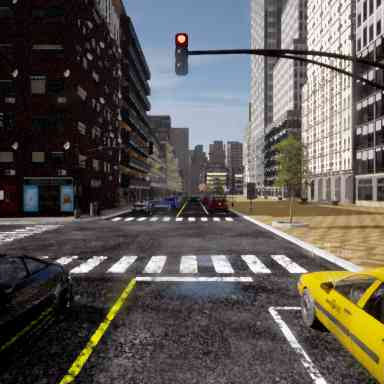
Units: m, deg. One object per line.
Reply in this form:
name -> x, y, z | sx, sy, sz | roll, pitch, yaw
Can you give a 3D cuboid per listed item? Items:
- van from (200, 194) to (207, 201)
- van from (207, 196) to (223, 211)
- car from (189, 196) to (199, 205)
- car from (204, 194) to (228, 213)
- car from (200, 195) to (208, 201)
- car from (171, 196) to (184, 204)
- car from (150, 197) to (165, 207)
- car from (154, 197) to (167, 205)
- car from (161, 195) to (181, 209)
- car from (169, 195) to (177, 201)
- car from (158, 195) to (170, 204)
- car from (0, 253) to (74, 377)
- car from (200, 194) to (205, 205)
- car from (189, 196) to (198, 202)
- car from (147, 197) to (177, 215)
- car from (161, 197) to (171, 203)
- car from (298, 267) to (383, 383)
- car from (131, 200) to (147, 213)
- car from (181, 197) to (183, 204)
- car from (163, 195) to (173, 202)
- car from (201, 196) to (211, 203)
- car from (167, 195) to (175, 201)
van -> 3.074, 1.441, 91.660 | 1.690, 1.788, 3.998 | 0, 0, 0
van -> 2.863, 1.358, 41.921 | 1.690, 1.788, 3.998 | 0, 0, 0
car -> 0.352, 1.543, 59.356 | 1.837, 1.490, 4.892 | 0, -1, 0
car -> 2.839, 1.327, 36.395 | 2.192, 1.841, 5.009 | 0, 0, 0
car -> 3.053, 1.614, 86.304 | 1.752, 1.417, 4.829 | 0, 0, 0
car -> -2.729, 1.540, 63.999 | 2.128, 1.511, 4.902 | 0, 0, 0
car -> -5.469, 1.581, 53.010 | 2.008, 1.369, 4.403 | 0, 0, 0
car -> -5.446, 1.584, 58.536 | 1.887, 1.381, 4.507 | 0, 0, 0
car -> -2.901, 1.497, 43.941 | 1.882, 1.535, 5.008 | 0, 0, 0
car -> -5.305, 1.644, 91.696 | 1.887, 1.381, 4.507 | 0, 0, 0
car -> -5.423, 1.488, 64.064 | 1.967, 1.590, 4.097 | 0, 0, 0
car -> -3.139, 1.563, 4.406 | 1.994, 1.385, 4.181 | 0, 0, -1
car -> 2.933, 1.354, 58.501 | 2.192, 1.841, 5.009 | 0, 0, 0
car -> 0.323, 1.621, 75.777 | 1.994, 1.385, 4.181 | 0, 0, 0
car -> -2.953, 1.558, 34.122 | 2.033, 1.411, 5.357 | 0, 0, 0
car -> -5.399, 1.639, 69.591 | 1.802, 1.307, 4.206 | 0, 0, 0
car -> 2.703, 1.525, 4.153 | 1.752, 1.417, 4.829 | 0, 0, 0
car -> -5.539, 1.563, 36.431 | 2.008, 1.369, 4.403 | 0, 0, 0
car -> -2.841, 1.536, 53.754 | 1.837, 1.490, 4.892 | 0, 0, 1
car -> -5.376, 1.507, 75.117 | 1.967, 1.590, 4.097 | 0, 0, 0
car -> 2.981, 1.602, 69.555 | 1.887, 1.381, 4.507 | 0, 0, 0
car -> -5.329, 1.613, 86.000 | 1.752, 1.417, 4.829 | 0, 0, 0
